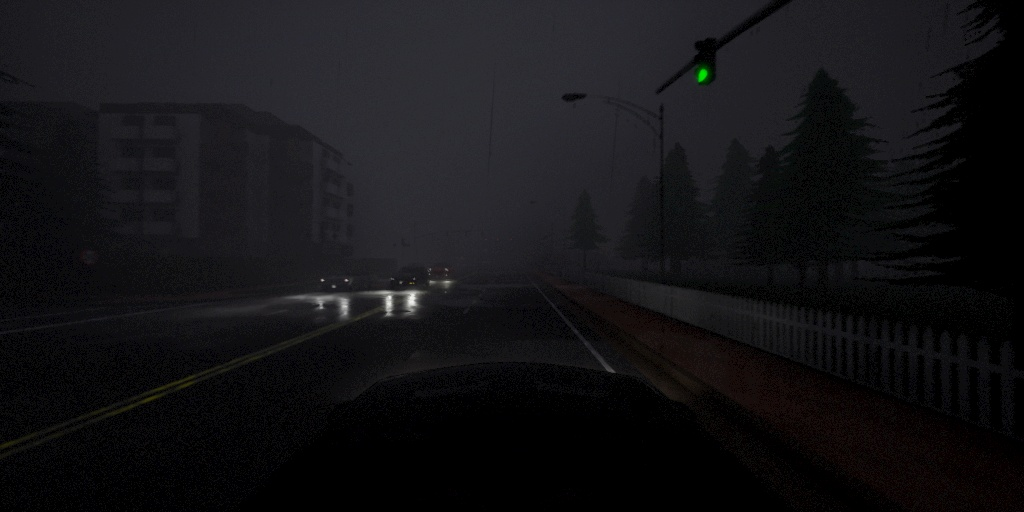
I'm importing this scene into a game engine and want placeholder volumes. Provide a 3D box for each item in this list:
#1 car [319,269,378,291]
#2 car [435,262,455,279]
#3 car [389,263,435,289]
[{"bbox_3d":[-10.588,1.538,23.543,1.895,1.301,4.718,0,0,0],"label":"car"},{"bbox_3d":[-7.077,1.400,36.205,2.097,1.767,4.553,0,-1,0],"label":"car"},{"bbox_3d":[-7.085,1.457,25.297,1.837,1.490,4.892,0,0,0],"label":"car"}]
